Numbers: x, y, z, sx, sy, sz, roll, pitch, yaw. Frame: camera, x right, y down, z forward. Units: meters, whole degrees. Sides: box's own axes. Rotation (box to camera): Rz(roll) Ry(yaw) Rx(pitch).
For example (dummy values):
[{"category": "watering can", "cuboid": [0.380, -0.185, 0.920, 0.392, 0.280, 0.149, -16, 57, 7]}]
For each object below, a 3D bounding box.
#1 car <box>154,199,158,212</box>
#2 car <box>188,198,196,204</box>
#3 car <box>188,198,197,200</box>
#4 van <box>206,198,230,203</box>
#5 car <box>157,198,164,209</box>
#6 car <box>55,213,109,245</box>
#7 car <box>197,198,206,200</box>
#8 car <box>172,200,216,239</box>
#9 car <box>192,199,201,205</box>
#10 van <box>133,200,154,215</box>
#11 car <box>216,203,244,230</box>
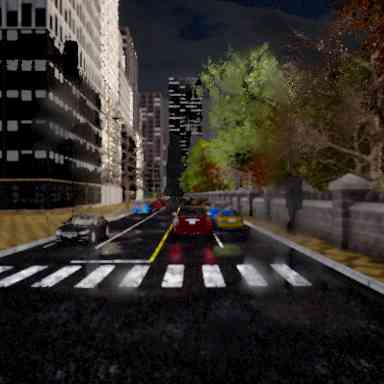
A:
[{"category": "car", "cuboid": [-5.979, 2.043, 44.519, 1.887, 1.381, 4.507, 0, -1, -1]}, {"category": "car", "cuboid": [0.009, 2.390, 92.575, 1.882, 1.535, 5.008, 0, -1, -3]}, {"category": "car", "cuboid": [-0.583, 1.996, 47.340, 1.837, 1.490, 4.892, 0, 0, -1]}, {"category": "van", "cuboid": [2.353, 1.622, 28.147, 1.690, 1.788, 3.998, 0, -1, -1]}, {"category": "car", "cuboid": [-6.267, 2.152, 55.611, 1.887, 1.381, 4.507, 0, -1, -2]}, {"category": "car", "cuboid": [-5.394, 1.768, 16.795, 2.008, 1.369, 4.403, 0, -1, 0]}, {"category": "car", "cuboid": [1.752, 1.872, 55.870, 2.192, 1.841, 5.009, 0, -1, -2]}, {"category": "car", "cuboid": [-0.004, 1.553, 18.626, 2.097, 1.767, 4.553, 0, -1, -1]}, {"category": "car", "cuboid": [0.976, 2.299, 78.214, 1.752, 1.417, 4.829, 0, -1, -2]}, {"category": "van", "cuboid": [-5.861, 1.784, 38.976, 1.690, 1.788, 3.998, 0, -1, -1]}, {"category": "car", "cuboid": [2.426, 1.752, 22.771, 1.752, 1.417, 4.829, 0, -1, -1]}]
